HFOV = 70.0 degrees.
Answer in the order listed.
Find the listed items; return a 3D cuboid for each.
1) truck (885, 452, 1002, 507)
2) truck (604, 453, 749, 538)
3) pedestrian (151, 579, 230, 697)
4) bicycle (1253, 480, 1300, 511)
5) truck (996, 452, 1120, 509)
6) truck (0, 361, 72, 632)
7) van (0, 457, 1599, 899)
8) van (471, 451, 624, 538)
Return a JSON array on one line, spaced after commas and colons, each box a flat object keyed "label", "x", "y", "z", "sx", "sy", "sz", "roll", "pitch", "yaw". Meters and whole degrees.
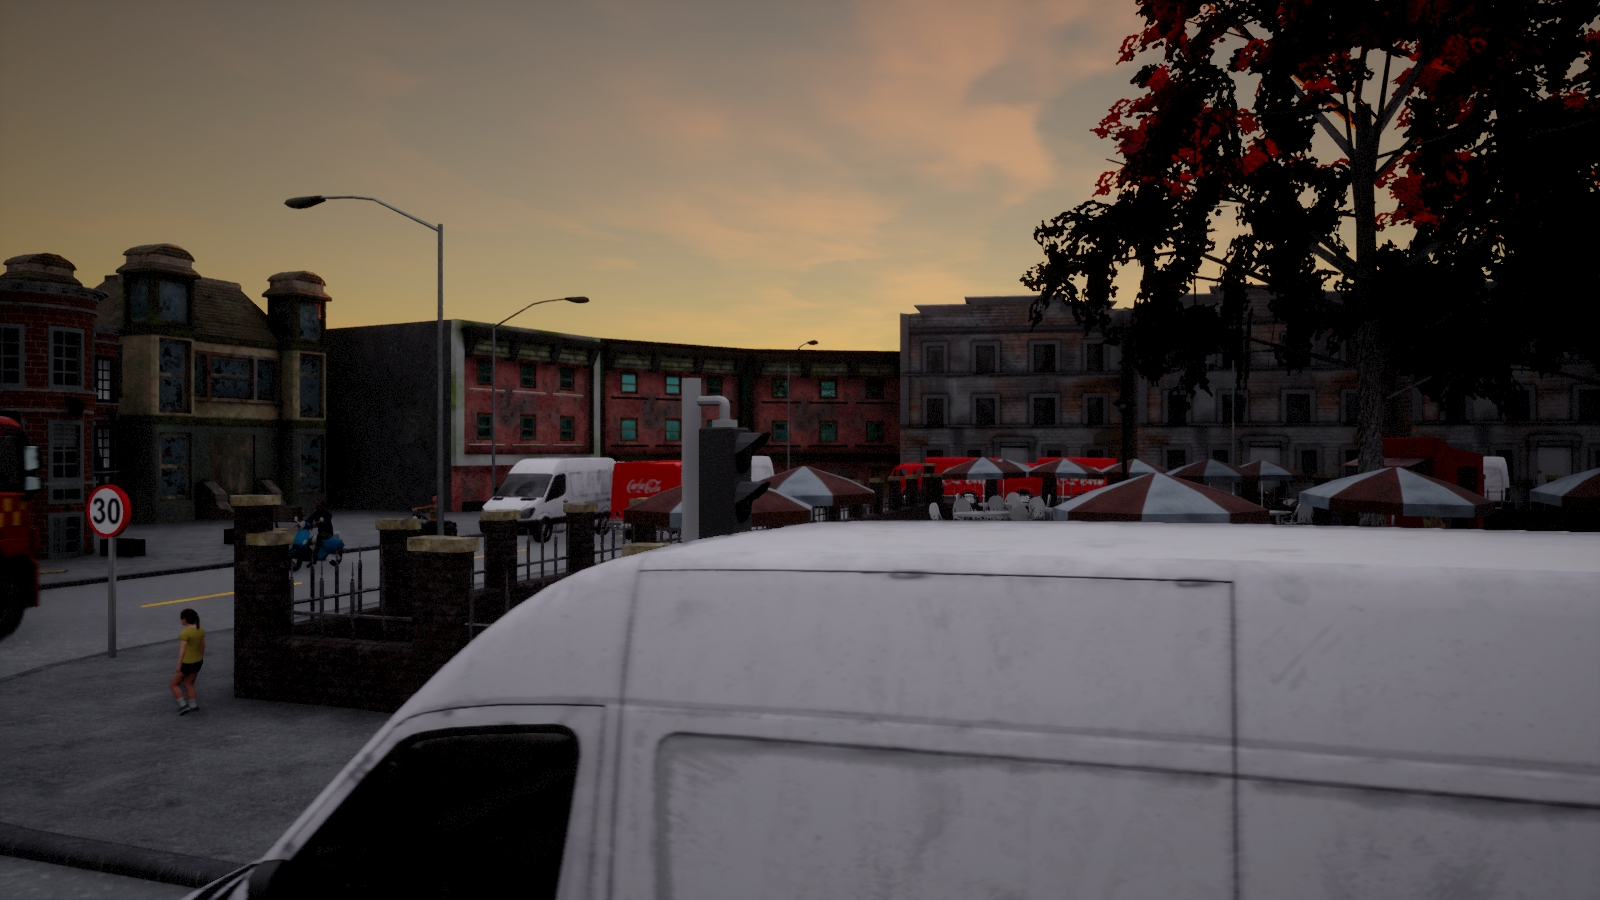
[{"label": "truck", "x": 6.742, "y": 1.349, "z": 53.338, "sx": 5.204, "sy": 2.467, "sz": 2.627, "roll": 0, "pitch": 0, "yaw": 12}, {"label": "truck", "x": -3.816, "y": 1.348, "z": 36.532, "sx": 2.627, "sy": 2.467, "sz": 5.204, "roll": 0, "pitch": 0, "yaw": 19}, {"label": "pedestrian", "x": -6.187, "y": 1.896, "z": 11.611, "sx": 0.500, "sy": 1.100, "sz": 0.500, "roll": 0, "pitch": 0, "yaw": 13}, {"label": "bicycle", "x": 20.335, "y": 1.940, "z": 48.821, "sx": 1.835, "sy": 1.271, "sz": 0.329, "roll": 0, "pitch": 0, "yaw": 19}, {"label": "truck", "x": 11.735, "y": 1.348, "z": 51.842, "sx": 5.204, "sy": 2.467, "sz": 2.627, "roll": 0, "pitch": 0, "yaw": 19}, {"label": "truck", "x": -12.380, "y": 0.670, "z": 13.880, "sx": 2.891, "sy": 3.827, "sz": 8.468, "roll": 0, "pitch": 0, "yaw": -10}, {"label": "van", "x": 0.320, "y": 1.315, "z": 3.666, "sx": 5.915, "sy": 2.561, "sz": 1.988, "roll": 0, "pitch": 0, "yaw": 20}, {"label": "van", "x": -7.990, "y": 1.314, "z": 36.858, "sx": 1.988, "sy": 2.561, "sz": 5.915, "roll": 0, "pitch": 0, "yaw": 19}]
